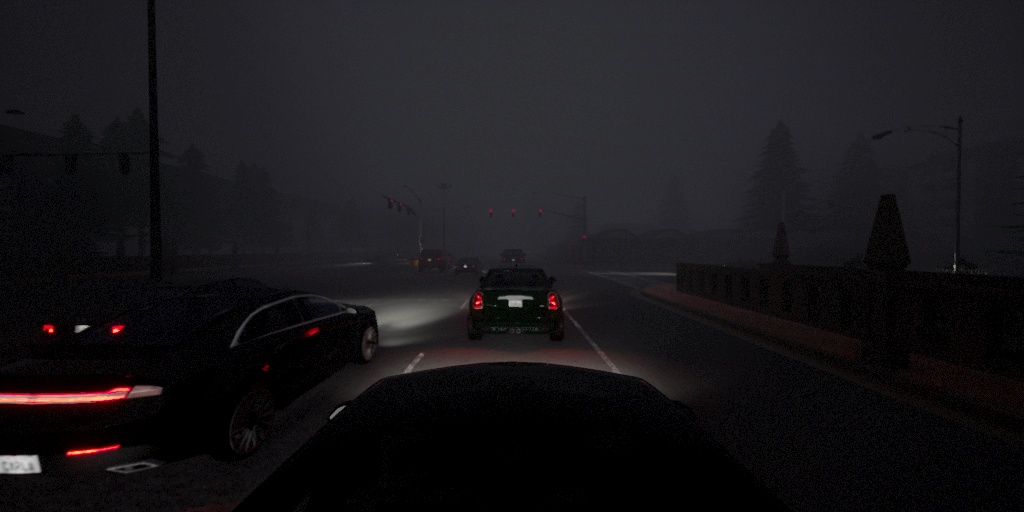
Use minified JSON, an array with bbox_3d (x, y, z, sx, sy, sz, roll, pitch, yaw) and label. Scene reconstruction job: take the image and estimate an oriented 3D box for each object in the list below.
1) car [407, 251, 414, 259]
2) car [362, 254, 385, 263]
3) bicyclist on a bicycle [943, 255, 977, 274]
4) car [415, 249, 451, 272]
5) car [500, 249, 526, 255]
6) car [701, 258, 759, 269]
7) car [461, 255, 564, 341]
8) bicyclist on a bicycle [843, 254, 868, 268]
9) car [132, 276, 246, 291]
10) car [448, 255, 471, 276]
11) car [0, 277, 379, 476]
[{"bbox_3d":[-14.066,0.261,54.874,1.994,1.385,4.181,0,1,0],"label":"car"},{"bbox_3d":[-21.062,0.305,54.509,1.895,1.301,4.718,0,1,0],"label":"car"},{"bbox_3d":[22.203,0.748,17.782,0.582,1.620,1.656,-1,1,-35],"label":"bicyclist on a bicycle"},{"bbox_3d":[-6.911,0.368,32.633,2.150,2.045,5.566,0,1,0],"label":"car"},{"bbox_3d":[0.099,0.368,32.596,2.150,2.045,5.566,0,1,0],"label":"car"},{"bbox_3d":[18.068,0.814,29.332,4.718,1.301,1.895,0,1,2],"label":"car"},{"bbox_3d":[0.143,0.964,9.576,2.097,1.767,4.553,0,1,2],"label":"car"},{"bbox_3d":[17.869,0.730,18.633,0.582,1.620,1.656,0,2,-14],"label":"bicyclist on a bicycle"},{"bbox_3d":[-6.920,1.179,8.303,2.033,1.411,5.357,0,1,0],"label":"car"},{"bbox_3d":[-3.404,0.774,28.680,2.033,1.411,5.357,0,1,0],"label":"car"},{"bbox_3d":[-3.437,1.189,4.917,2.128,1.511,4.902,0,1,0],"label":"car"}]
